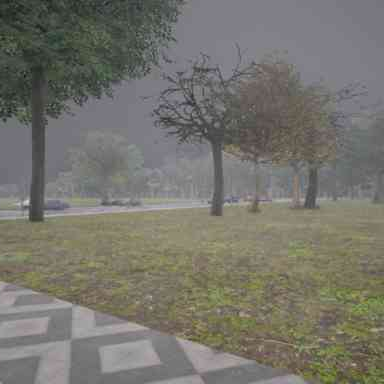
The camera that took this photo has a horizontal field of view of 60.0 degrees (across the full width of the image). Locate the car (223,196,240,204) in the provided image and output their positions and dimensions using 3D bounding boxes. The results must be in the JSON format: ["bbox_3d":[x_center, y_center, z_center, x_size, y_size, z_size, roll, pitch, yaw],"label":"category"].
[{"bbox_3d":[7.581,1.574,65.003,1.837,1.490,4.892,-1,-1,35],"label":"car"}]

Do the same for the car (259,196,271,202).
[{"bbox_3d":[17.280,1.670,78.852,1.994,1.385,4.181,-1,-1,35],"label":"car"}]

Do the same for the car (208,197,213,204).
[{"bbox_3d":[4.923,1.668,66.874,1.994,1.385,4.181,-1,-1,35],"label":"car"}]

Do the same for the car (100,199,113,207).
[{"bbox_3d":[-12.497,1.729,53.858,1.895,1.301,4.718,-1,-1,36],"label":"car"}]

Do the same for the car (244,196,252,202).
[{"bbox_3d":[14.027,1.674,79.882,1.812,1.442,4.674,-1,-1,35],"label":"car"}]

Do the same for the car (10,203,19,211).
[{"bbox_3d":[-20.617,1.634,42.444,1.812,1.442,4.674,-1,0,35],"label":"car"}]

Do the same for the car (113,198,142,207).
[{"bbox_3d":[-9.747,1.657,52.114,1.994,1.385,4.181,-1,-1,36],"label":"car"}]

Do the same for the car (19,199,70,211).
[{"bbox_3d":[-17.748,1.620,40.864,2.033,1.411,5.357,-1,-1,35],"label":"car"}]
